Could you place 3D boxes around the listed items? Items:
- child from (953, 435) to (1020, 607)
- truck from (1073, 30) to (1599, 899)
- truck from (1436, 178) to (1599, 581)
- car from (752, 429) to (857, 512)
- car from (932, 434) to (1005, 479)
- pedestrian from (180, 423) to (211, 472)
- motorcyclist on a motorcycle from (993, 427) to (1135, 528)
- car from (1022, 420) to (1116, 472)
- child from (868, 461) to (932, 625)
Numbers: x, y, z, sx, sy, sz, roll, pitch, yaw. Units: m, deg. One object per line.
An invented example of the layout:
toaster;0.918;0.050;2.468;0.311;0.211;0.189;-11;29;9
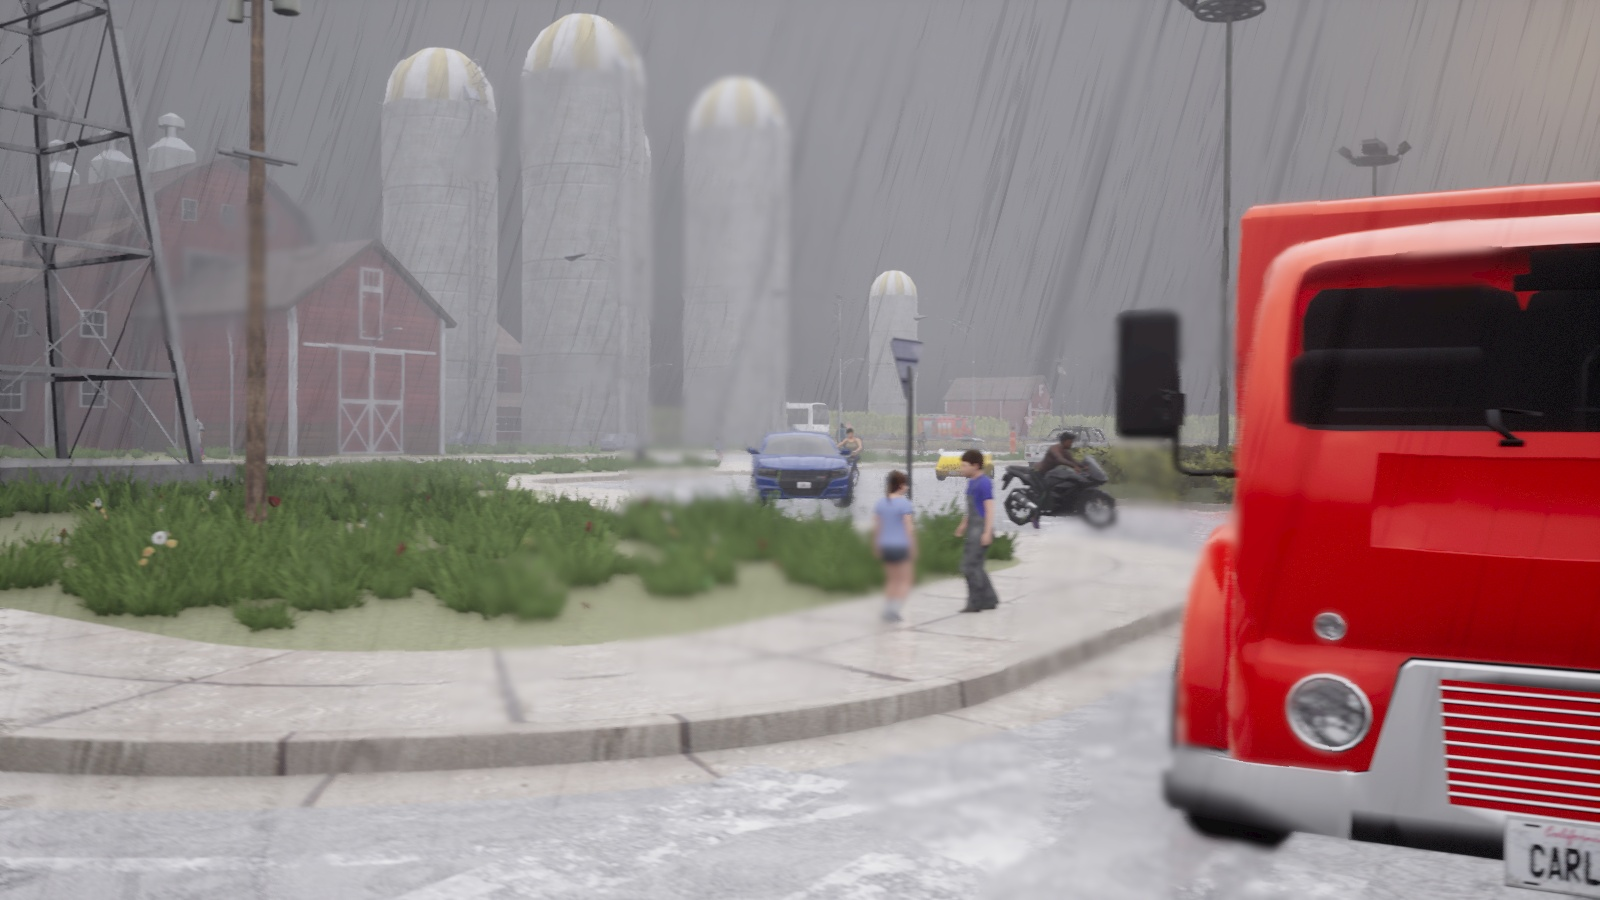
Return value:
child;1.394;0.525;9.404;0.437;1.263;0.270;-1;1;-5
truck;3.119;0.141;5.513;2.627;2.467;5.204;0;1;25
truck;9.971;-0.735;15.447;2.891;3.827;8.468;0;1;33
car;-0.012;0.351;26.042;1.882;1.535;5.008;-1;1;-3
car;5.374;0.189;39.922;1.481;1.376;2.207;0;1;33
pedestrian;-24.330;-0.092;50.524;0.659;1.952;0.873;0;1;32
motorcyclist on a motorcycle;4.138;0.405;19.779;2.044;1.523;0.797;0;1;41
car;10.217;-0.195;47.393;1.932;1.855;4.605;0;1;33
child;0.703;0.639;8.828;0.255;1.110;0.394;0;1;42
